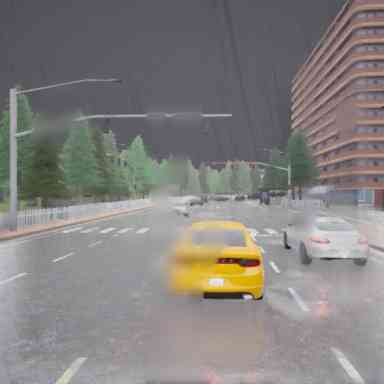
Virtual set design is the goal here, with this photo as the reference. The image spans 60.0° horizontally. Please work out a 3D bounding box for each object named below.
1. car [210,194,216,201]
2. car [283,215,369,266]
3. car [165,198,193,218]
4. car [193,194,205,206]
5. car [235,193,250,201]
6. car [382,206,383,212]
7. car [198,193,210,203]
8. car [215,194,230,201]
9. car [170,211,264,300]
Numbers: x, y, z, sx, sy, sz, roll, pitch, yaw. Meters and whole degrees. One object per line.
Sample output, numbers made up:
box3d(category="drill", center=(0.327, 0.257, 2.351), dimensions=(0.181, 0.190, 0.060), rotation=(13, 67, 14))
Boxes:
box3d(category="car", center=(5.480, 1.355, 83.599), dimensions=(2.097, 1.767, 4.553), rotation=(0, 0, 20))
box3d(category="car", center=(4.436, 1.526, 11.521), dimensions=(1.812, 1.442, 4.674), rotation=(0, 0, 5))
box3d(category="car", center=(-1.205, 1.541, 30.462), dimensions=(1.812, 1.442, 4.674), rotation=(0, 0, 5))
box3d(category="car", center=(0.792, 1.526, 53.714), dimensions=(1.812, 1.442, 4.674), rotation=(0, 0, 3))
box3d(category="car", center=(11.911, 1.500, 80.860), dimensions=(1.837, 1.490, 4.892), rotation=(0, 0, 24))
box3d(category="car", center=(22.452, 1.560, 34.514), dimensions=(4.892, 1.490, 1.837), rotation=(0, 0, 5))
box3d(category="car", center=(2.114, 1.224, 69.511), dimensions=(2.150, 2.045, 5.566), rotation=(0, 0, 5))
box3d(category="car", center=(7.769, 1.595, 79.852), dimensions=(1.895, 1.301, 4.718), rotation=(0, 0, 20))
box3d(category="car", center=(0.657, 1.478, 8.488), dimensions=(1.882, 1.535, 5.008), rotation=(0, 0, 5))
